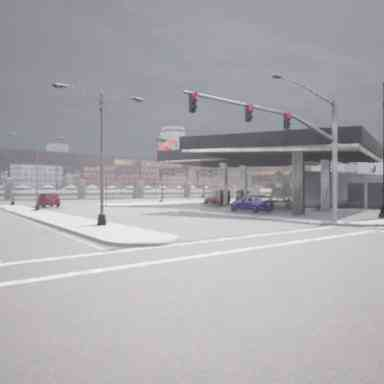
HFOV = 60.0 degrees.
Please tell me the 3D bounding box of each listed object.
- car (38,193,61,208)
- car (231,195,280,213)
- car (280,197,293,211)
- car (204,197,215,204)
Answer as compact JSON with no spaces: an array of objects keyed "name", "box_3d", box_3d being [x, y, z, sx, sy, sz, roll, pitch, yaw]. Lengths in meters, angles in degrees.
[{"name":"car","box_3d":[-19.923,1.135,46.247,2.150,2.045,5.566,0,0,-36]},{"name":"car","box_3d":[5.918,1.174,33.043,2.242,1.667,4.611,0,0,-36]},{"name":"car","box_3d":[10.113,1.310,37.043,1.970,1.475,3.806,0,0,-36]},{"name":"car","box_3d":[3.756,1.414,56.063,1.895,1.301,4.718,0,0,27]}]
